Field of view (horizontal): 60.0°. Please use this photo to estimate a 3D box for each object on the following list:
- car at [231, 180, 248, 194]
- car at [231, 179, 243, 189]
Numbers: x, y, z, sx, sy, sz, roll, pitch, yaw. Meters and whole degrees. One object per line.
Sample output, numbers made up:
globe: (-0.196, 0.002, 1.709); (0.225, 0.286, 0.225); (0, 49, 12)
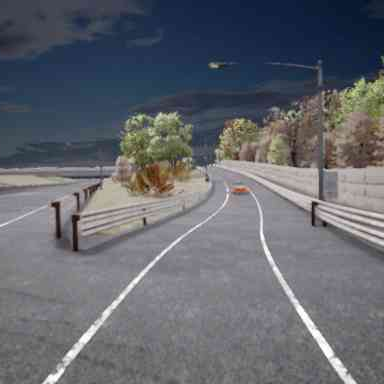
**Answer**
car: (7.156, -0.673, 49.839); (2.097, 1.767, 4.553); (-1, 5, 6)
car: (8.128, -1.441, 59.908); (1.837, 1.490, 4.892); (-1, 6, 4)
